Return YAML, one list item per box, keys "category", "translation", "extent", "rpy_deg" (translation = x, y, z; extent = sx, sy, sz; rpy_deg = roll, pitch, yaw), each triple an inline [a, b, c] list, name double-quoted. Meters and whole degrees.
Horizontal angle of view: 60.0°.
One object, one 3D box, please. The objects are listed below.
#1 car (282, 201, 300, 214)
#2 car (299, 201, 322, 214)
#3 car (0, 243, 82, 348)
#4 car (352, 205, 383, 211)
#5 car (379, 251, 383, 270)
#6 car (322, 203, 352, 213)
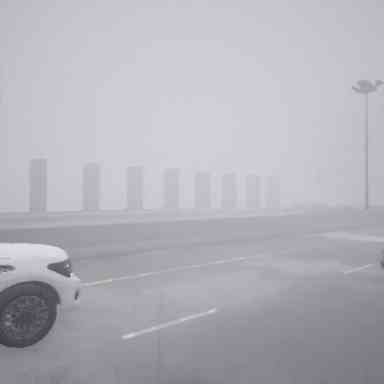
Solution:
- category: "car"
  translation: [15.016, 2.158, 48.149]
  extent: [4.553, 1.767, 2.097]
  rpy_deg: [1, -1, -40]
- category: "car"
  translation: [17.119, 2.278, 45.344]
  extent: [4.892, 1.490, 1.837]
  rpy_deg: [2, -2, -40]
- category: "car"
  translation: [-4.482, 1.280, 4.627]
  extent: [5.566, 2.045, 2.150]
  rpy_deg: [1, -1, -40]
- category: "car"
  translation: [21.779, 2.256, 40.122]
  extent: [5.357, 1.411, 2.033]
  rpy_deg: [1, -1, -40]
- category: "car"
  translation: [7.628, 1.736, 10.078]
  extent: [5.357, 1.411, 2.033]
  rpy_deg: [1, -1, -39]
- category: "car"
  translation: [19.287, 2.285, 42.598]
  extent: [5.357, 1.411, 2.033]
  rpy_deg: [1, -1, -40]
